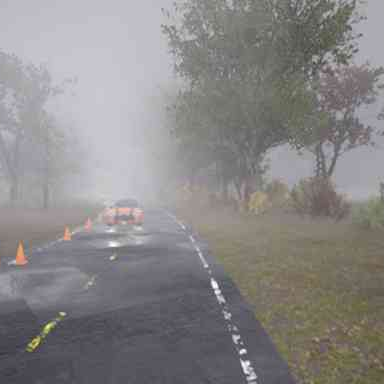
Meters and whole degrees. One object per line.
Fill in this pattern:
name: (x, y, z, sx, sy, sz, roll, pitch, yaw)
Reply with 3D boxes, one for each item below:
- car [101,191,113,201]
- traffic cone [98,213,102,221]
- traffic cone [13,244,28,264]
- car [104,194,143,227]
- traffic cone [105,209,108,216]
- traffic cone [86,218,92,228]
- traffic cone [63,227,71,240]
car: (-17.209, 0.904, 68.128, 2.150, 2.045, 5.566, 0, 0, -22)
traffic cone: (-6.892, 1.844, 25.007, 0.340, 0.580, 0.340, 0, 0, -8)
traffic cone: (-5.312, 1.909, 10.305, 0.340, 0.580, 0.340, 0, 0, -4)
car: (-4.323, 1.254, 22.017, 2.097, 1.767, 4.553, 0, 0, -8)
traffic cone: (-7.671, 1.822, 29.875, 0.340, 0.580, 0.340, 0, 0, -10)
traffic cone: (-6.238, 1.865, 20.120, 0.340, 0.580, 0.340, 0, 0, -7)
traffic cone: (-5.712, 1.887, 15.218, 0.340, 0.580, 0.340, 0, 0, -5)
